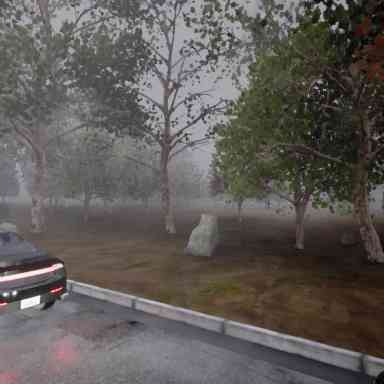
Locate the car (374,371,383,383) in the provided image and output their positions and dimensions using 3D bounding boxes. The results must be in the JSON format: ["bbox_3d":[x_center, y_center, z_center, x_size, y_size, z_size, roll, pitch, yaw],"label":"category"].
[{"bbox_3d":[3.250,1.490,1.059,4.902,1.511,2.128,0,0,36],"label":"car"}]

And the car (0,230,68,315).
[{"bbox_3d":[-4.481,1.501,6.577,4.902,1.511,2.128,0,0,36],"label":"car"}]
